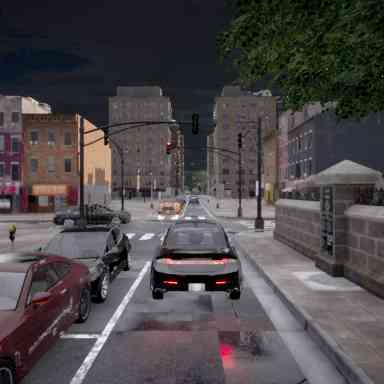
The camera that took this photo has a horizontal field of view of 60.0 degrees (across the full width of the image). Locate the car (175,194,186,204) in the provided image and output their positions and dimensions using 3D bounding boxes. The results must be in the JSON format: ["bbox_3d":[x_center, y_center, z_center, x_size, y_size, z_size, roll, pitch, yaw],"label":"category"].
[{"bbox_3d":[-2.206,1.333,64.618,2.097,1.767,4.553,0,0,1],"label":"car"}]

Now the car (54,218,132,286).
[{"bbox_3d":[-2.629,1.565,8.207,1.947,1.339,4.313,0,0,0],"label":"car"}]

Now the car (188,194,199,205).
[{"bbox_3d":[0.343,1.509,60.418,1.812,1.442,4.674,0,0,0],"label":"car"}]

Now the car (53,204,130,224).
[{"bbox_3d":[-6.500,1.560,21.835,4.892,1.490,1.837,-1,1,-12],"label":"car"}]

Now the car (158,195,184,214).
[{"bbox_3d":[-2.286,1.343,34.782,2.097,1.767,4.553,0,0,1],"label":"car"}]

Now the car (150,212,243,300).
[{"bbox_3d":[0.093,1.491,8.386,2.128,1.511,4.902,0,0,0],"label":"car"}]

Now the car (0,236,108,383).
[{"bbox_3d":[-2.632,1.582,4.545,1.802,1.307,4.206,0,0,0],"label":"car"}]
